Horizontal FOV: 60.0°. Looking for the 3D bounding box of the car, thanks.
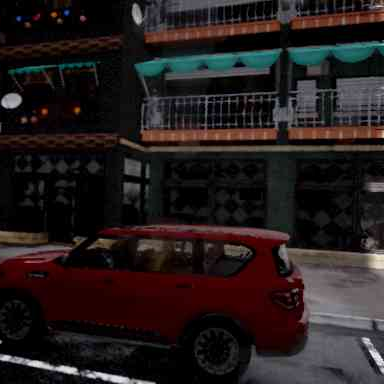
[{"bbox_3d":[-0.754,1.414,5.329,5.009,1.841,2.192,2,-1,15],"label":"car"}]
